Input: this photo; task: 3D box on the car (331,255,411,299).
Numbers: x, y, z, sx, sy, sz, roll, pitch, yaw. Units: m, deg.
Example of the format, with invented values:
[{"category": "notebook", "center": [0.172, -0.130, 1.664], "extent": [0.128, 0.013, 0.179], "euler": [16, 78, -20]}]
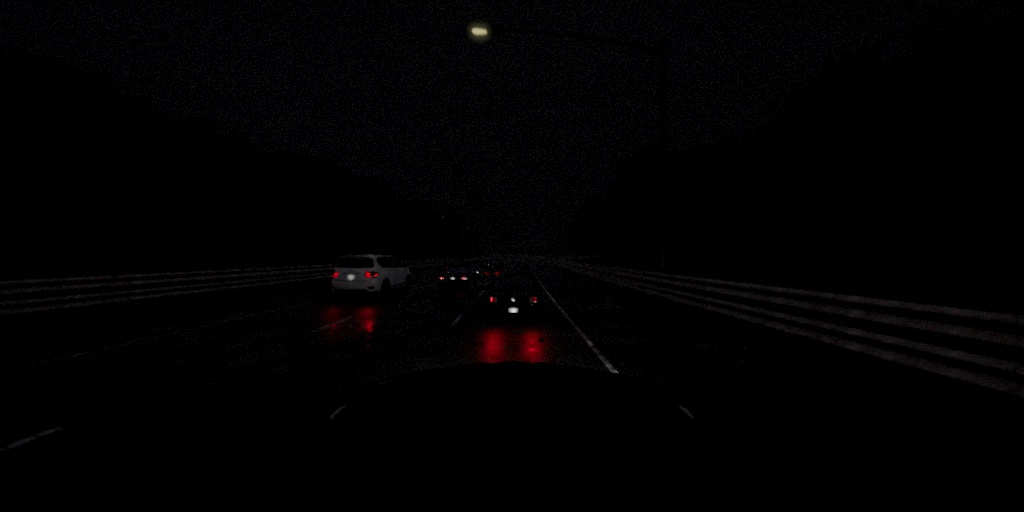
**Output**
[{"category": "car", "center": [-6.783, 0.949, 17.895], "extent": [2.150, 2.045, 5.566], "euler": [0, 0, 1]}]

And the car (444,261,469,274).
[{"category": "car", "center": [-6.167, 1.281, 40.626], "extent": [1.895, 1.301, 4.718], "euler": [0, 0, 2]}]

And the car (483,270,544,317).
[{"category": "car", "center": [0.073, 1.340, 12.999], "extent": [1.895, 1.301, 4.718], "euler": [0, 0, 1]}]

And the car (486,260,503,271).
[{"category": "car", "center": [-2.301, 1.193, 47.607], "extent": [1.812, 1.442, 4.674], "euler": [0, 0, 3]}]

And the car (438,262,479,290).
[{"category": "car", "center": [-3.176, 1.271, 22.032], "extent": [2.033, 1.411, 5.357], "euler": [0, 0, 1]}]
